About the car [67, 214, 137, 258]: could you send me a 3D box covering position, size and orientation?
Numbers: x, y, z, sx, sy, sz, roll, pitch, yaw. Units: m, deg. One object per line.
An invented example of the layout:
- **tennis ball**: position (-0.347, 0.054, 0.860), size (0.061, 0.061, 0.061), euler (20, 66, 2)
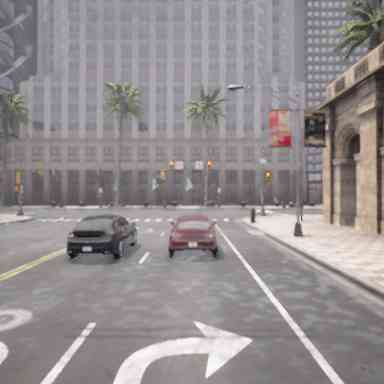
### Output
- **car**: position (-3.454, 1.654, 13.446), size (1.837, 1.490, 4.892), euler (0, 0, 1)

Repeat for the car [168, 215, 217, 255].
- **car**: position (0.050, 1.677, 13.824), size (1.812, 1.442, 4.674), euler (0, 0, 1)
